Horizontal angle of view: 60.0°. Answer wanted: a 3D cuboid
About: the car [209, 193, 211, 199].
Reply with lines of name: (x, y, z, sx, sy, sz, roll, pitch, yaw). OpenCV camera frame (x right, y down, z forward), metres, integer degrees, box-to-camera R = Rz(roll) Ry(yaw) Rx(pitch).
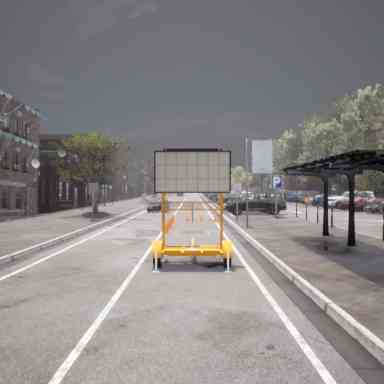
car: (5.776, 1.020, 55.504, 4.892, 1.521, 2.231, 0, 1, 0)

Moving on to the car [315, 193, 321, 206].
car: (18.845, 1.178, 42.242, 4.892, 1.521, 2.231, 0, 1, 0)

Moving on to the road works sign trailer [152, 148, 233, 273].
road works sign trailer: (0.017, 0.429, 10.554, 2.380, 3.560, 2.880, 0, 0, 1)

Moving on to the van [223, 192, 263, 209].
van: (5.889, 0.982, 38.676, 4.442, 1.987, 1.878, 0, 1, 0)

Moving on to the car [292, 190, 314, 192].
car: (18.821, 0.760, 56.122, 5.566, 2.045, 2.435, 0, 1, 0)

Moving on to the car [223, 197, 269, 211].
car: (5.775, 1.273, 35.876, 4.674, 1.452, 2.002, 0, 1, 0)

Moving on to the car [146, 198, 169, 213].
car: (-3.308, 1.334, 33.032, 1.994, 1.385, 4.181, 0, 1, 0)

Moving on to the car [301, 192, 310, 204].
car: (19.035, 1.116, 47.796, 5.366, 1.575, 1.946, 0, 1, 0)

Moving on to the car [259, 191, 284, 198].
car: (18.662, 0.640, 78.329, 5.366, 1.575, 1.946, 0, 1, 0)

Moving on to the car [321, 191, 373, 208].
car: (18.823, 0.950, 39.465, 5.566, 2.045, 2.435, 0, 1, 0)

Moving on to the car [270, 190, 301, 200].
car: (18.877, 0.578, 67.224, 5.566, 2.045, 2.435, 0, 1, 0)

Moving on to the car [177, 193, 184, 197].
car: (-3.138, 0.518, 90.030, 2.033, 1.411, 5.357, 0, 1, 0)

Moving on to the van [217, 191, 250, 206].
van: (5.888, 0.901, 47.088, 4.442, 1.987, 1.878, 0, 1, 0)

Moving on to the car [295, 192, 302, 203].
car: (18.821, 1.119, 50.568, 4.792, 1.488, 2.163, 0, 1, 0)

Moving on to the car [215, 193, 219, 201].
car: (5.766, 1.183, 41.482, 5.008, 1.535, 2.097, 0, 1, 0)

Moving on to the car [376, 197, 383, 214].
car: (18.882, 1.331, 28.365, 4.792, 1.488, 2.163, 0, 1, 0)

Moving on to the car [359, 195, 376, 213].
car: (18.859, 1.277, 31.140, 4.892, 1.521, 2.231, 0, 1, 0)

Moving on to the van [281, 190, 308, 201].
van: (18.966, 0.697, 61.675, 4.442, 1.987, 1.878, 0, 1, 0)

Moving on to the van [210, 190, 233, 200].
van: (5.885, 0.612, 66.714, 4.442, 1.987, 1.878, 0, 1, 0)

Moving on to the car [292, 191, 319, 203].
car: (18.879, 1.080, 53.351, 4.792, 1.488, 2.163, 0, 1, 0)

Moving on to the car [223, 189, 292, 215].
car: (5.745, 1.032, 30.266, 5.566, 2.045, 2.435, 0, 1, 0)

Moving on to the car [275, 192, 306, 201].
car: (19.035, 0.873, 64.452, 5.366, 1.575, 1.946, 0, 1, 0)

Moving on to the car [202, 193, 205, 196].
car: (5.739, 0.397, 77.926, 5.566, 2.045, 2.435, 0, 1, 0)

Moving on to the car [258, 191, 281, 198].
car: (18.852, 0.597, 81.106, 4.892, 1.521, 2.231, 0, 1, 0)

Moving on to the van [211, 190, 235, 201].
van: (5.886, 0.659, 63.912, 4.442, 1.987, 1.878, 0, 1, 0)

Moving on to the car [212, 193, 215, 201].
car: (5.800, 1.126, 49.893, 4.792, 1.488, 2.163, 0, 1, 0)

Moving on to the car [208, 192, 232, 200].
car: (5.762, 0.791, 69.521, 4.892, 1.521, 2.231, 0, 1, 0)

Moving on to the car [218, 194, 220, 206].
car: (5.588, 1.255, 33.072, 5.366, 1.575, 1.946, 0, 1, 0)

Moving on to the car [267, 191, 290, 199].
car: (18.878, 0.611, 72.778, 4.553, 1.767, 2.185, 0, 1, 0)

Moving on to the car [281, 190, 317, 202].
car: (18.878, 0.718, 58.898, 5.566, 2.045, 2.435, 0, 1, 0)

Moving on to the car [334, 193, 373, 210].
car: (18.857, 1.226, 36.692, 5.008, 1.535, 2.097, 0, 1, 0)

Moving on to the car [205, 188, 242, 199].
car: (5.741, 0.680, 61.107, 5.566, 2.045, 2.435, 0, 1, 0)

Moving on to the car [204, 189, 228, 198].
car: (5.738, 0.350, 80.729, 5.566, 2.045, 2.435, 0, 1, 0)

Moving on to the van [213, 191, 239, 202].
van: (5.886, 0.753, 58.308, 4.442, 1.987, 1.878, 0, 1, 0)

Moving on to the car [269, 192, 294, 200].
car: (18.819, 0.812, 70.004, 4.792, 1.488, 2.163, 0, 1, 0)

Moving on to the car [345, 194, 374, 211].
car: (18.858, 1.251, 33.916, 5.008, 1.535, 2.097, 0, 1, 0)

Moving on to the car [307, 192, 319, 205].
car: (18.846, 1.149, 45.019, 5.008, 1.535, 2.097, 0, 1, 0)
